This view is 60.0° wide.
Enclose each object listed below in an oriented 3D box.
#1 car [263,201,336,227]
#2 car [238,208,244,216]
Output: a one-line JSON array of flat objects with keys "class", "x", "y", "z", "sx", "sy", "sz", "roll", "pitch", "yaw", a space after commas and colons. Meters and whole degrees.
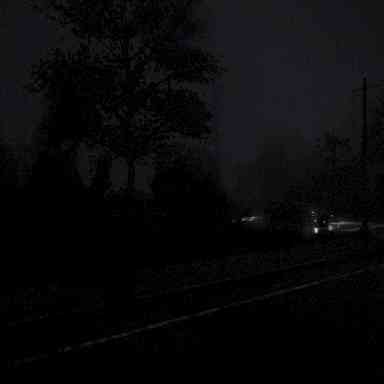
[{"class": "car", "x": 7.352, "y": 1.426, "z": 23.673, "sx": 2.097, "sy": 1.767, "sz": 4.553, "roll": 0, "pitch": -1, "yaw": -38}, {"class": "car", "x": 3.924, "y": 1.771, "z": 33.305, "sx": 1.994, "sy": 1.385, "sz": 4.181, "roll": 0, "pitch": -1, "yaw": -41}]
